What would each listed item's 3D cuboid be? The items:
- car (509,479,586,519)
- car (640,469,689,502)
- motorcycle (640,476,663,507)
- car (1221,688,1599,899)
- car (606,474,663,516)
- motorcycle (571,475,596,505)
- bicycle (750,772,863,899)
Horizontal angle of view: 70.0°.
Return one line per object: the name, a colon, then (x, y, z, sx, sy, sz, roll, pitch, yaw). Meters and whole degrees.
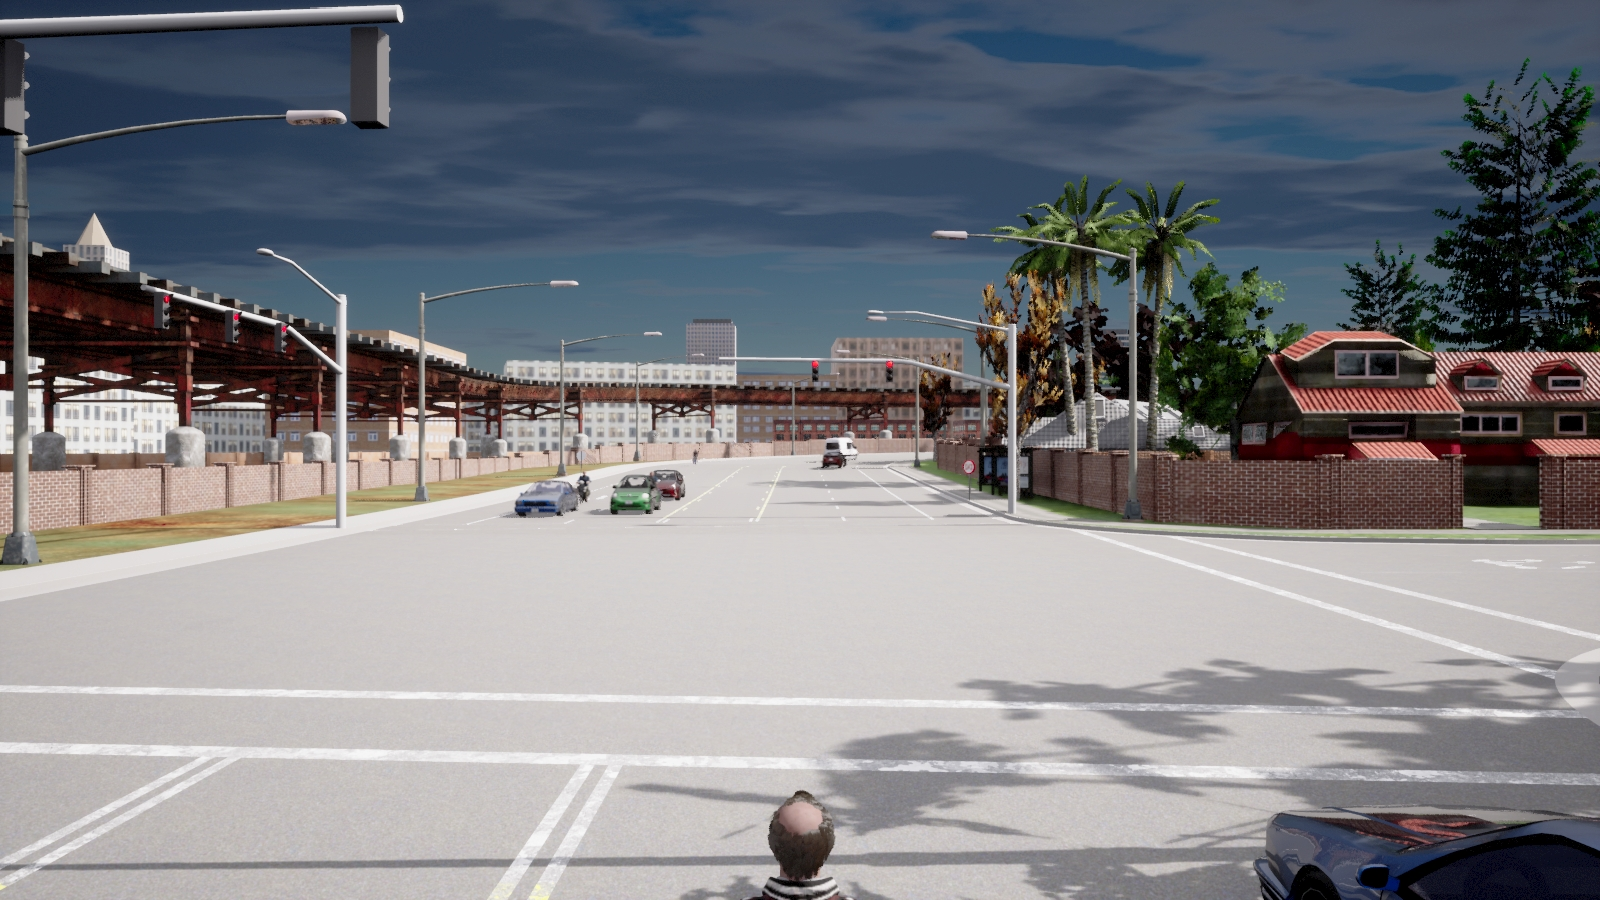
car: (-10.531, 2.003, 48.058, 2.033, 1.411, 5.357, 0, 1, 0)
car: (-7.040, 1.800, 59.633, 2.007, 1.525, 4.514, 0, 1, 0)
motorcycle: (-7.052, 1.954, 54.204, 0.856, 1.341, 1.805, 0, 1, 0)
car: (3.467, 2.106, 4.038, 2.033, 1.411, 5.357, 0, 0, 1)
car: (-7.031, 1.886, 48.942, 1.851, 1.617, 3.988, 0, 1, 0)
motorcycle: (-10.481, 1.942, 55.353, 0.856, 1.341, 1.805, 0, 1, 1)
bicycle: (0.019, 2.048, 3.681, 0.329, 1.496, 1.835, 0, 0, 0)
